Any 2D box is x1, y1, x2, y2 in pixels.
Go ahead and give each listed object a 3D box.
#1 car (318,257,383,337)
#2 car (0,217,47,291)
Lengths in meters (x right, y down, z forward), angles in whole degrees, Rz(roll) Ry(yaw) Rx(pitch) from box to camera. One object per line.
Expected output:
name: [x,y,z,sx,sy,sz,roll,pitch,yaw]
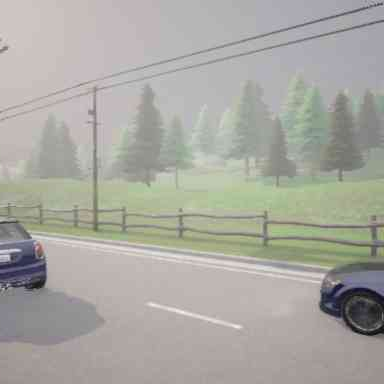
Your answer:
car: [4.223,1.528,5.162,4.181,1.385,1.994,0,0,36]
car: [-5.468,1.345,7.813,4.553,1.767,2.097,0,0,35]
